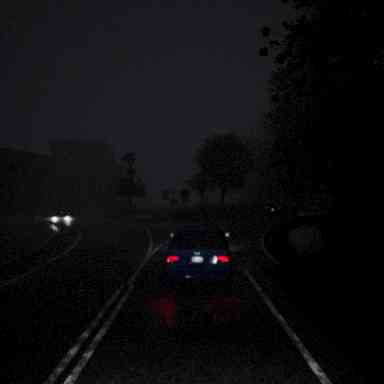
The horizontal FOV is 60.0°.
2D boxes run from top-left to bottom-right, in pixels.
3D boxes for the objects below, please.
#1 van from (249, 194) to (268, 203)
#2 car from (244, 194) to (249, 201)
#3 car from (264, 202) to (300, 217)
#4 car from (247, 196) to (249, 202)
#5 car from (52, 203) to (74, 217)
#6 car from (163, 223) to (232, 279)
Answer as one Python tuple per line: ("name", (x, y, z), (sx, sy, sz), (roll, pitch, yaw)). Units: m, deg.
("van", (18.021, 2.037, 88.074), (4.442, 1.987, 1.878), (-1, 1, 1))
("car", (18.058, 2.206, 93.627), (5.366, 1.575, 1.946), (-1, 1, 1))
("car", (8.572, 1.582, 31.528), (1.994, 1.385, 4.181), (-2, -1, 41))
("car", (18.222, 2.264, 90.846), (4.792, 1.488, 2.163), (-1, 1, 1))
("car", (-13.555, 1.886, 35.086), (1.994, 1.385, 4.181), (0, 0, -17))
("car", (0.234, 1.688, 10.479), (2.033, 1.411, 5.357), (-1, -1, 2))
